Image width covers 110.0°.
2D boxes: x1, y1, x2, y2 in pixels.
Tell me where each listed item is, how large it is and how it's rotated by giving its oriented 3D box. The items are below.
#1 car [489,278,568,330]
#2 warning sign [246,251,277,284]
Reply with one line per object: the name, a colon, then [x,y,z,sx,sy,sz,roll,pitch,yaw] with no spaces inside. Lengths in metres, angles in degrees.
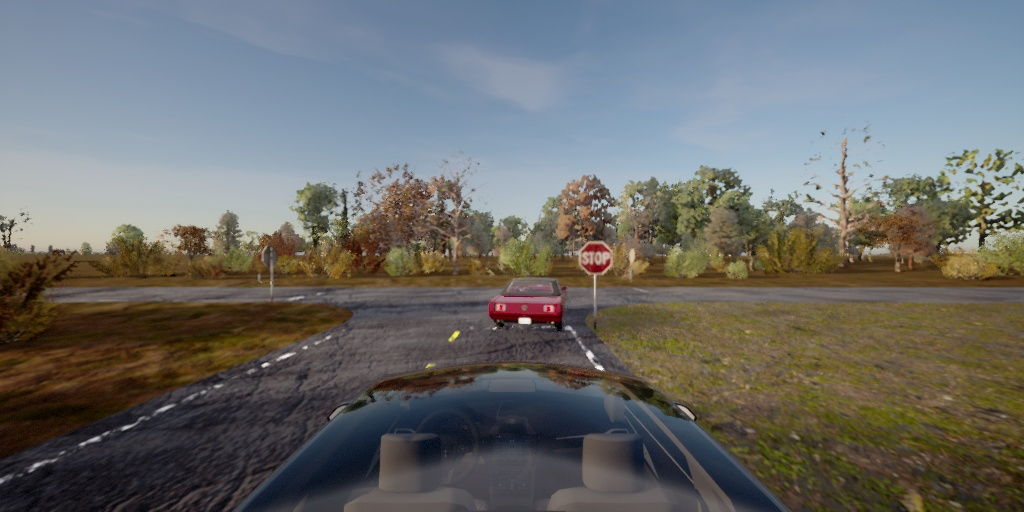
car: [0.731,1.309,11.055,1.895,1.301,4.718,0,0,11]
warning sign: [-16.010,0.796,22.724,1.060,1.860,1.300,0,0,0]
